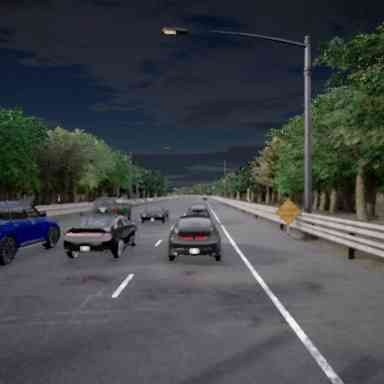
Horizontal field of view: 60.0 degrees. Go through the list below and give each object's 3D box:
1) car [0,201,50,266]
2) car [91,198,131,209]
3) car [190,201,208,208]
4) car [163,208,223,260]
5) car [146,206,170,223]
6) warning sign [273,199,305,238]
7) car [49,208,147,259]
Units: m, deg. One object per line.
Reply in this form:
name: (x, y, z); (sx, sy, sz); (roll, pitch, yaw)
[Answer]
car: (-6.889, 1.339, 12.200); (2.150, 2.045, 5.566); (0, 0, 1)
car: (-6.486, 1.470, 27.206); (2.150, 2.045, 5.566); (0, 0, 2)
car: (0.550, 1.759, 27.904); (1.837, 1.490, 4.892); (0, 0, 2)
car: (0.143, 1.629, 13.013); (1.837, 1.490, 4.892); (0, 0, 2)
car: (-2.960, 1.851, 27.753); (1.895, 1.301, 4.718); (0, 0, 2)
warning sign: (4.745, 1.268, 16.389); (1.300, 1.860, 1.060); (0, 0, 1)
car: (-3.356, 1.615, 13.085); (2.128, 1.511, 4.902); (0, 0, 2)
